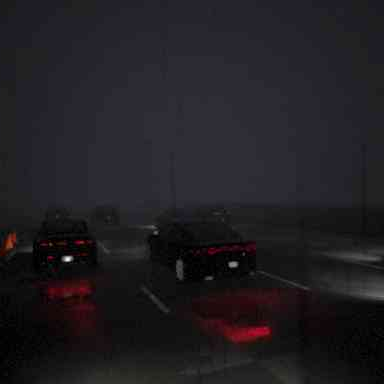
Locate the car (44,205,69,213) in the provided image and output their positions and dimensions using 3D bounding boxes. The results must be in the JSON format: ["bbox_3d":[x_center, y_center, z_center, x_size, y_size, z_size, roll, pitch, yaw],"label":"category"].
[{"bbox_3d":[-12.126,1.891,29.883,1.882,1.535,5.008,0,-1,-23],"label":"car"}]

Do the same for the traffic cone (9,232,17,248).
[{"bbox_3d":[-8.025,2.184,14.680,0.340,0.580,0.340,0,-1,-23],"label":"traffic cone"}]

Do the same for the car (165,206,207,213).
[{"bbox_3d":[-1.004,1.771,21.488,1.994,1.385,4.181,0,-1,-23],"label":"car"}]

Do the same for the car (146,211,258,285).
[{"bbox_3d":[0.009,1.570,10.046,1.882,1.535,5.008,0,-1,-23],"label":"car"}]

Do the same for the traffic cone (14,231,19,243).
[{"bbox_3d":[-8.799,2.209,16.523,0.340,0.580,0.340,0,-1,-23],"label":"traffic cone"}]

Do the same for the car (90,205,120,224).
[{"bbox_3d":[-7.221,1.810,27.244,1.882,1.535,5.008,0,-1,-23],"label":"car"}]

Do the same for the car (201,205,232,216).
[{"bbox_3d":[1.231,1.706,25.199,2.128,1.511,4.902,0,-1,-23],"label":"car"}]

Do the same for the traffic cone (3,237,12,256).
[{"bbox_3d":[-7.250,2.158,12.836,0.340,0.580,0.340,0,-1,-23],"label":"traffic cone"}]

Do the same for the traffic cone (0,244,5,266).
[{"bbox_3d":[-6.475,2.132,10.992,0.340,0.580,0.340,0,-1,-23],"label":"traffic cone"}]

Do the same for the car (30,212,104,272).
[{"bbox_3d":[-4.435,1.662,11.581,1.837,1.490,4.892,0,-1,-23],"label":"car"}]
